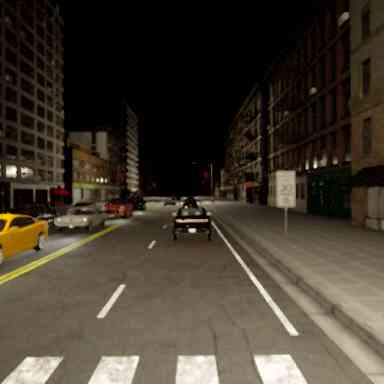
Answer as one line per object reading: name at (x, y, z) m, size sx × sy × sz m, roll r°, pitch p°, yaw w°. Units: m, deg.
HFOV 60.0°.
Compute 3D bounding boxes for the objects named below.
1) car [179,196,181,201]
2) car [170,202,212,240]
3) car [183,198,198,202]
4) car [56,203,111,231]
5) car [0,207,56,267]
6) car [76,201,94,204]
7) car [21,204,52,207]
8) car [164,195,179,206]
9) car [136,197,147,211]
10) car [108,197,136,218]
car at (-3.823, 1.488, 82.631) m, size 1.994 × 1.385 × 4.181 m, roll 0°, pitch 0°, yaw 0°
car at (-0.006, 1.476, 16.999) m, size 2.128 × 1.511 × 4.902 m, roll 0°, pitch 0°, yaw 0°
car at (-0.199, 1.481, 44.370) m, size 1.812 × 1.442 × 4.674 m, roll 0°, pitch 0°, yaw 0°
car at (-6.709, 1.627, 20.708) m, size 1.895 × 1.301 × 4.718 m, roll 0°, pitch 0°, yaw 0°
car at (-6.669, 1.512, 11.370) m, size 1.882 × 1.535 × 5.008 m, roll 0°, pitch 0°, yaw -1°
car at (-9.955, 1.563, 30.944) m, size 1.812 × 1.442 × 4.674 m, roll 0°, pitch 0°, yaw 0°
car at (-9.961, 1.553, 20.791) m, size 1.837 × 1.490 × 4.892 m, roll 0°, pitch 0°, yaw 0°
car at (-3.535, 1.566, 54.966) m, size 1.895 × 1.301 × 4.718 m, roll 0°, pitch 0°, yaw 0°
car at (-6.771, 1.357, 40.121) m, size 2.097 × 1.767 × 4.553 m, roll 0°, pitch 0°, yaw 0°
car at (-6.711, 1.368, 30.160) m, size 2.097 × 1.767 × 4.553 m, roll 0°, pitch 0°, yaw 0°
